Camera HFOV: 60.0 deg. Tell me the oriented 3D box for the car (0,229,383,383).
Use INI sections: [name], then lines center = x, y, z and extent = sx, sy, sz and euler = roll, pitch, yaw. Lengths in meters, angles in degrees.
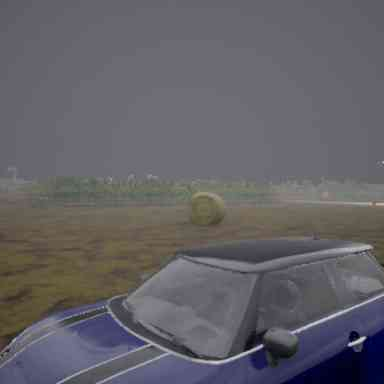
[car]
center = 0.399, 1.351, 3.355
extent = 4.553, 1.767, 2.097
euler = 0, 0, -35
